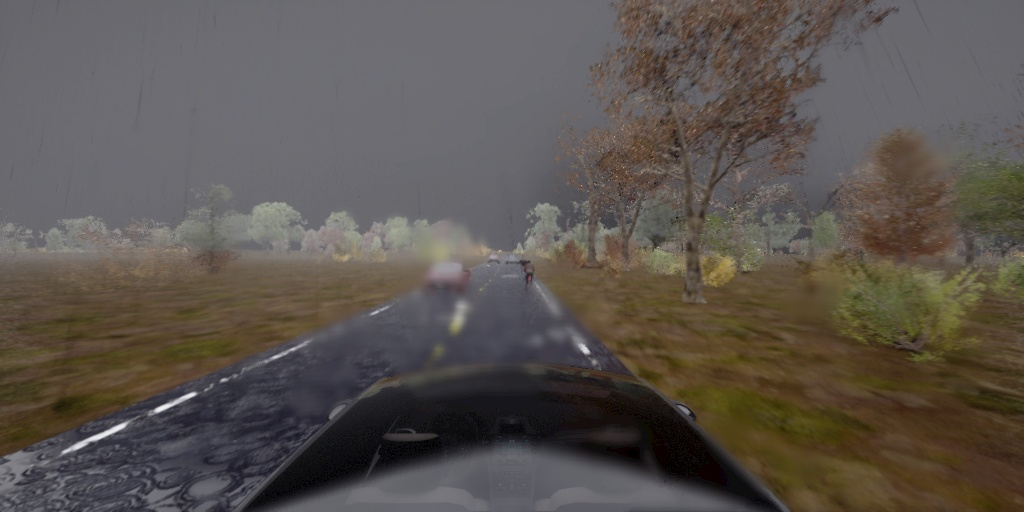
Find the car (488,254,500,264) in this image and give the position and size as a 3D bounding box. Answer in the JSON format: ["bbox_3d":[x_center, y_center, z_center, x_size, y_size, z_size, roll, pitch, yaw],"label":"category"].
[{"bbox_3d":[-3.032,0.465,60.324,1.882,1.535,5.008,0,1,1],"label":"car"}]

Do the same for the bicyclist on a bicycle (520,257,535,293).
[{"bbox_3d":[0.822,1.007,16.854,0.582,1.620,1.656,0,0,0],"label":"bicyclist on a bicycle"}]

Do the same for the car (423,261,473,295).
[{"bbox_3d":[-3.093,1.016,18.055,1.882,1.535,5.008,0,1,0],"label":"car"}]

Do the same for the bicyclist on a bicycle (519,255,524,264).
[{"bbox_3d":[0.812,0.802,26.053,0.659,1.776,1.843,-1,1,0],"label":"bicyclist on a bicycle"}]

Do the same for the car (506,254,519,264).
[{"bbox_3d":[0.056,0.579,58.326,1.994,1.385,4.181,0,1,0],"label":"car"}]
